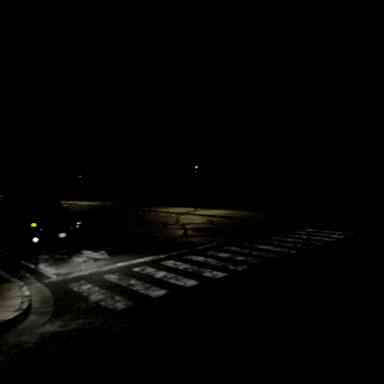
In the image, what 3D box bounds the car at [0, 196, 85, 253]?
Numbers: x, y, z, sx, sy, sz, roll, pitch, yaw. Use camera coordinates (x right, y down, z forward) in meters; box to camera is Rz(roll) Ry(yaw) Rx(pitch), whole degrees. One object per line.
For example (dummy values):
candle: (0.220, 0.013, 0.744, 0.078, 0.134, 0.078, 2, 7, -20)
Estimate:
car: (-6.838, 1.261, 14.622, 2.150, 2.045, 5.566, -3, 3, -44)
